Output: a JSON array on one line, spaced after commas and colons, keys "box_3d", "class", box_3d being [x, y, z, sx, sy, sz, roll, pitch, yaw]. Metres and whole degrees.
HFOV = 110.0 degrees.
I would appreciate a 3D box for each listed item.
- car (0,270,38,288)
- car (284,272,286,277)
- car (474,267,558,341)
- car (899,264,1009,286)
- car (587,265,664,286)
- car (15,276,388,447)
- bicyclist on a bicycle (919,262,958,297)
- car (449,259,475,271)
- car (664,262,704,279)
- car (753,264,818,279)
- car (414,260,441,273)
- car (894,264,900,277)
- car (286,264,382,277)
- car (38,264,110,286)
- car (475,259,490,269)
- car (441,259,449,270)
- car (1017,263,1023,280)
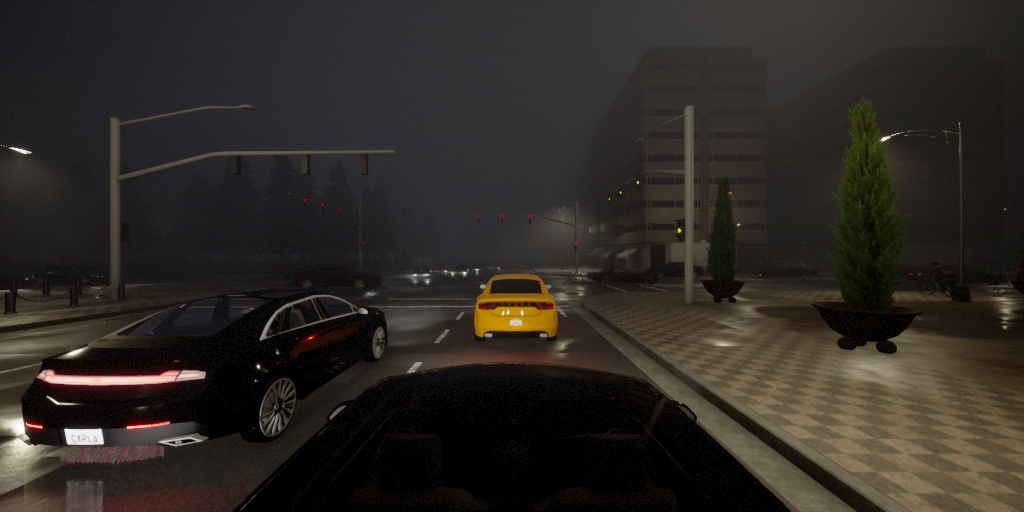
[{"box_3d": [-32.781, 1.353, 21.634, 5.357, 1.411, 2.033, 0, 0, 0], "class": "car"}, {"box_3d": [-14.040, 1.348, 25.965, 4.181, 1.385, 1.994, -1, 0, -12], "class": "car"}, {"box_3d": [0.101, 1.228, 9.897, 1.882, 1.535, 5.008, 0, 0, 0], "class": "car"}, {"box_3d": [31.388, 1.352, 25.358, 5.357, 1.411, 2.033, 0, 0, 1], "class": "car"}, {"box_3d": [7.798, 1.398, 25.269, 4.718, 1.301, 1.895, 0, 0, 0], "class": "car"}, {"box_3d": [-3.425, 1.242, 5.313, 2.128, 1.511, 4.902, 0, 0, 0], "class": "car"}, {"box_3d": [20.278, 1.106, 17.026, 0.582, 1.620, 1.656, 0, 0, 0], "class": "bicyclist on a bicycle"}, {"box_3d": [-6.685, 1.228, 48.383, 1.882, 1.535, 5.008, 0, 0, 3], "class": "car"}, {"box_3d": [14.628, 1.283, 32.491, 5.008, 1.535, 1.882, 0, 0, 0], "class": "car"}, {"box_3d": [24.704, 1.406, 32.522, 4.718, 1.301, 1.895, 0, 0, 0], "class": "car"}, {"box_3d": [-10.394, 1.351, 43.599, 1.895, 1.301, 4.718, 0, 0, 1], "class": "car"}, {"box_3d": [34.904, 1.406, 32.547, 4.718, 1.301, 1.895, 0, 0, 0], "class": "car"}, {"box_3d": [-10.449, 1.239, 21.712, 5.008, 1.535, 1.882, 0, 0, 0], "class": "car"}, {"box_3d": [-30.477, 1.310, 25.142, 4.892, 1.490, 1.837, 0, 0, 0], "class": "car"}, {"box_3d": [-5.524, 1.255, 57.718, 1.837, 1.490, 4.892, 0, 0, 15], "class": "car"}, {"box_3d": [-9.804, 1.228, 52.985, 1.882, 1.535, 5.008, 0, 0, 7], "class": "car"}, {"box_3d": [34.621, 1.020, 21.851, 5.566, 2.045, 2.150, 1, 0, -1], "class": "car"}]
